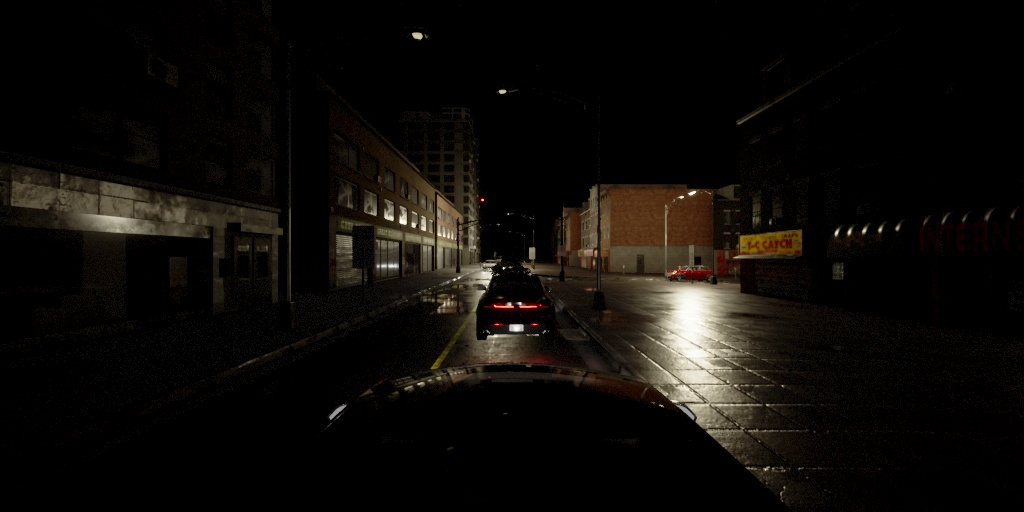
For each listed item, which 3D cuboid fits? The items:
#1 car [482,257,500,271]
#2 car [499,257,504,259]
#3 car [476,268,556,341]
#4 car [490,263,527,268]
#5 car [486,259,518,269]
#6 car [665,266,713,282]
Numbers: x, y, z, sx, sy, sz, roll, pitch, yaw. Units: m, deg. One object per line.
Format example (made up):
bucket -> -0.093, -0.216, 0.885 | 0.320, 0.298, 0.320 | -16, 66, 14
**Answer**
car -> -2.883, 1.275, 47.658 | 1.812, 1.442, 4.674 | 0, 0, 0
car -> -2.864, 1.341, 62.727 | 1.895, 1.301, 4.718 | 0, 0, 0
car -> 0.086, 1.255, 9.916 | 1.837, 1.490, 4.892 | 0, 0, 0
car -> 0.095, 1.298, 19.527 | 2.033, 1.411, 5.357 | 0, 0, 0
car -> -0.148, 1.270, 33.400 | 1.837, 1.490, 4.892 | -2, 1, -35
car -> 16.336, 1.574, 33.113 | 4.097, 1.591, 1.967 | 0, 0, 0
